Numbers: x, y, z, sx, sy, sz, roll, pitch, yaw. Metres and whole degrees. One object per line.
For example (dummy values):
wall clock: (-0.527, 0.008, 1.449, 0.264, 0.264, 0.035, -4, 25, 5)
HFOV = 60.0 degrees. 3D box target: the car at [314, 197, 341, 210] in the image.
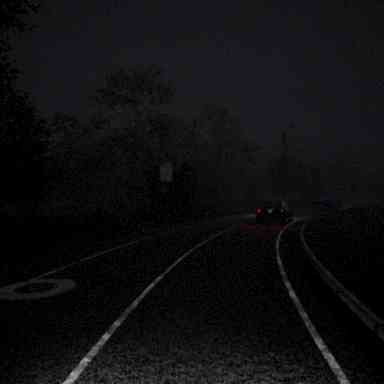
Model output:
car: (16.210, 1.321, 39.735, 1.882, 1.535, 5.008, -5, -2, 41)

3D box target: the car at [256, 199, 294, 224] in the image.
car: (6.310, 1.351, 25.006, 2.097, 1.767, 4.553, -2, -1, 24)

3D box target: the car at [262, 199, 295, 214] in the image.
car: (9.775, 1.607, 37.361, 1.837, 1.490, 4.892, -4, -2, 37)
